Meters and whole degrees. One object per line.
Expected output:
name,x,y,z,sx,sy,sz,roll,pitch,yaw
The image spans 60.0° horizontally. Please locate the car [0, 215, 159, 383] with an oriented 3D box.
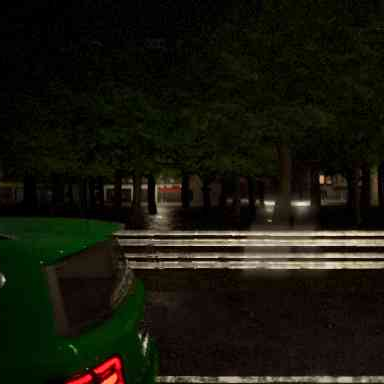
car,-3.045,1.224,2.504,5.566,2.045,2.150,0,0,-2
